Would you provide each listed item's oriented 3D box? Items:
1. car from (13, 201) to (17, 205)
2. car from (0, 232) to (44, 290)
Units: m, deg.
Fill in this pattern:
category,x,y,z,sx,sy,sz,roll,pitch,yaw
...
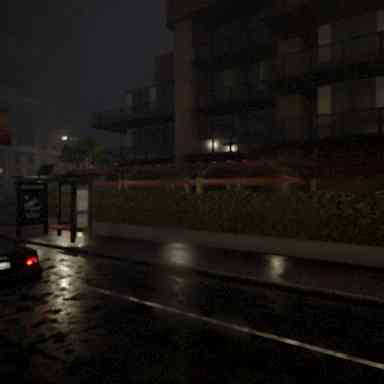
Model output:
category,x,y,z,sx,sy,sz,roll,pitch,yaw
car,-22.019,1.336,46.702,2.033,1.411,5.357,0,0,35
car,-5.767,1.504,8.060,5.357,1.411,2.033,0,0,36
